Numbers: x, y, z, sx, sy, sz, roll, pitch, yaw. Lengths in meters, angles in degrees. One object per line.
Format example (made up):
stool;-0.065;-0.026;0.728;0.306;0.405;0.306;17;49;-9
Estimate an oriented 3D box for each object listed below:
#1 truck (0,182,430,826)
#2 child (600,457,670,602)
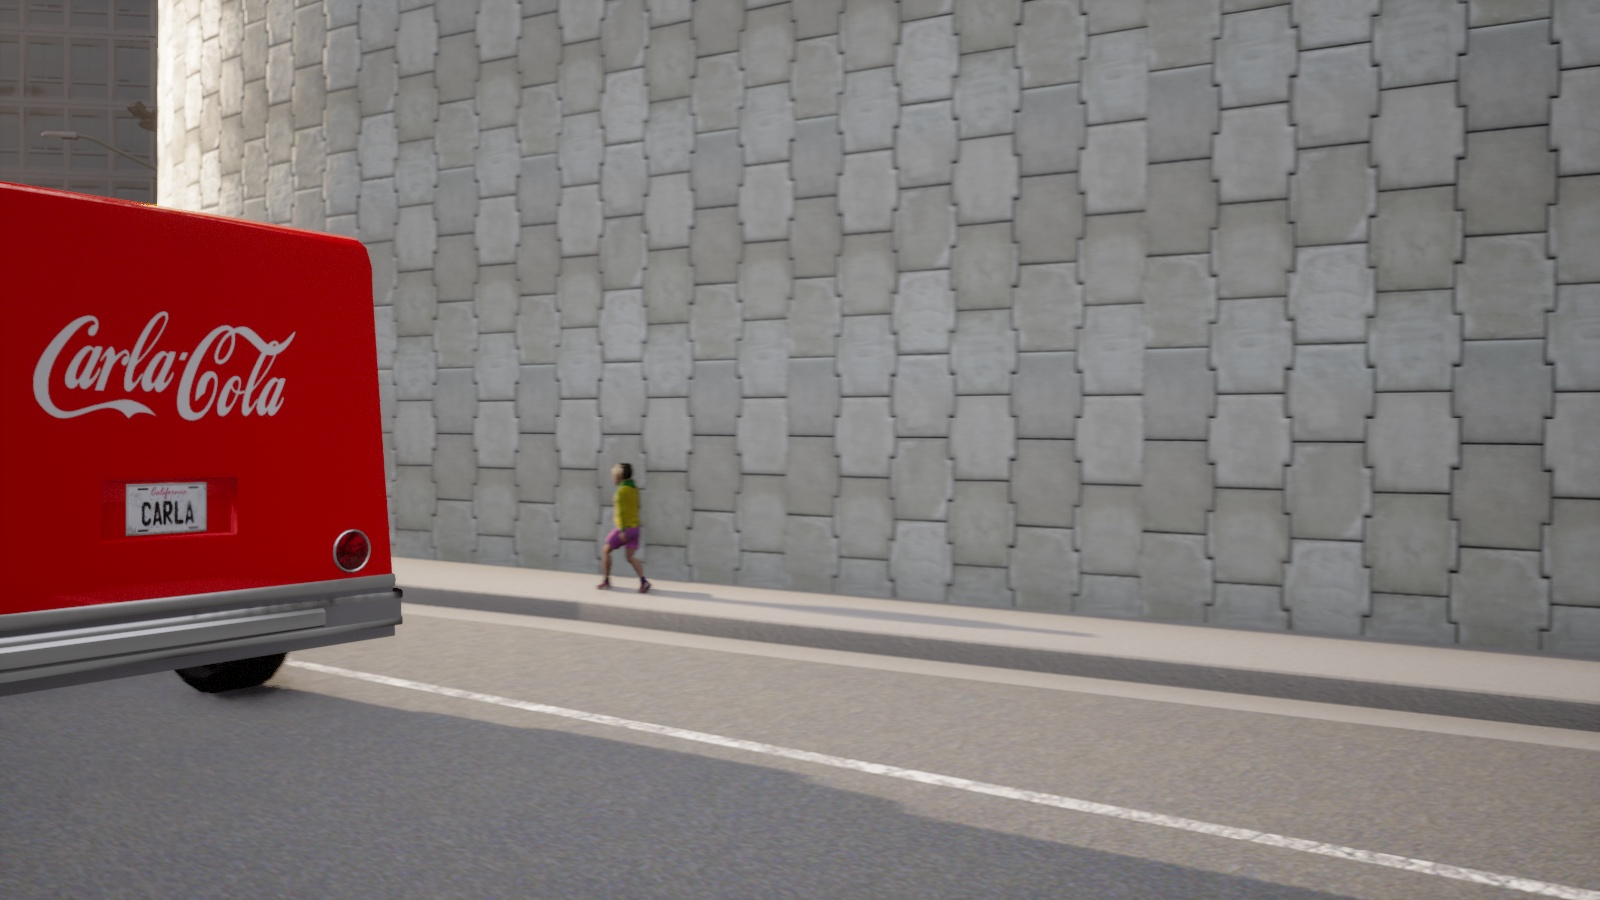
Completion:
truck;-4.820;0.195;6.863;5.204;2.467;2.627;0;1;34
child;-1.355;0.638;10.309;0.473;1.160;0.299;0;1;30
